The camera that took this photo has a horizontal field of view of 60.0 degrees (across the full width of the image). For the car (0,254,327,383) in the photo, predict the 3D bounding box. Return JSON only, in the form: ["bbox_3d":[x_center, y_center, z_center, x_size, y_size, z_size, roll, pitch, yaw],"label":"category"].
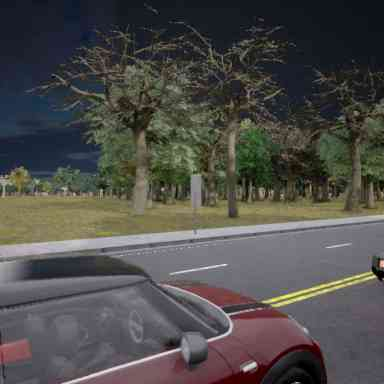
[{"bbox_3d":[-0.906,1.353,2.792,4.553,1.767,2.097,0,0,-35],"label":"car"}]

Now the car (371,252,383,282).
[{"bbox_3d":[6.382,1.603,7.978,4.718,1.301,1.895,0,0,-35],"label":"car"}]
